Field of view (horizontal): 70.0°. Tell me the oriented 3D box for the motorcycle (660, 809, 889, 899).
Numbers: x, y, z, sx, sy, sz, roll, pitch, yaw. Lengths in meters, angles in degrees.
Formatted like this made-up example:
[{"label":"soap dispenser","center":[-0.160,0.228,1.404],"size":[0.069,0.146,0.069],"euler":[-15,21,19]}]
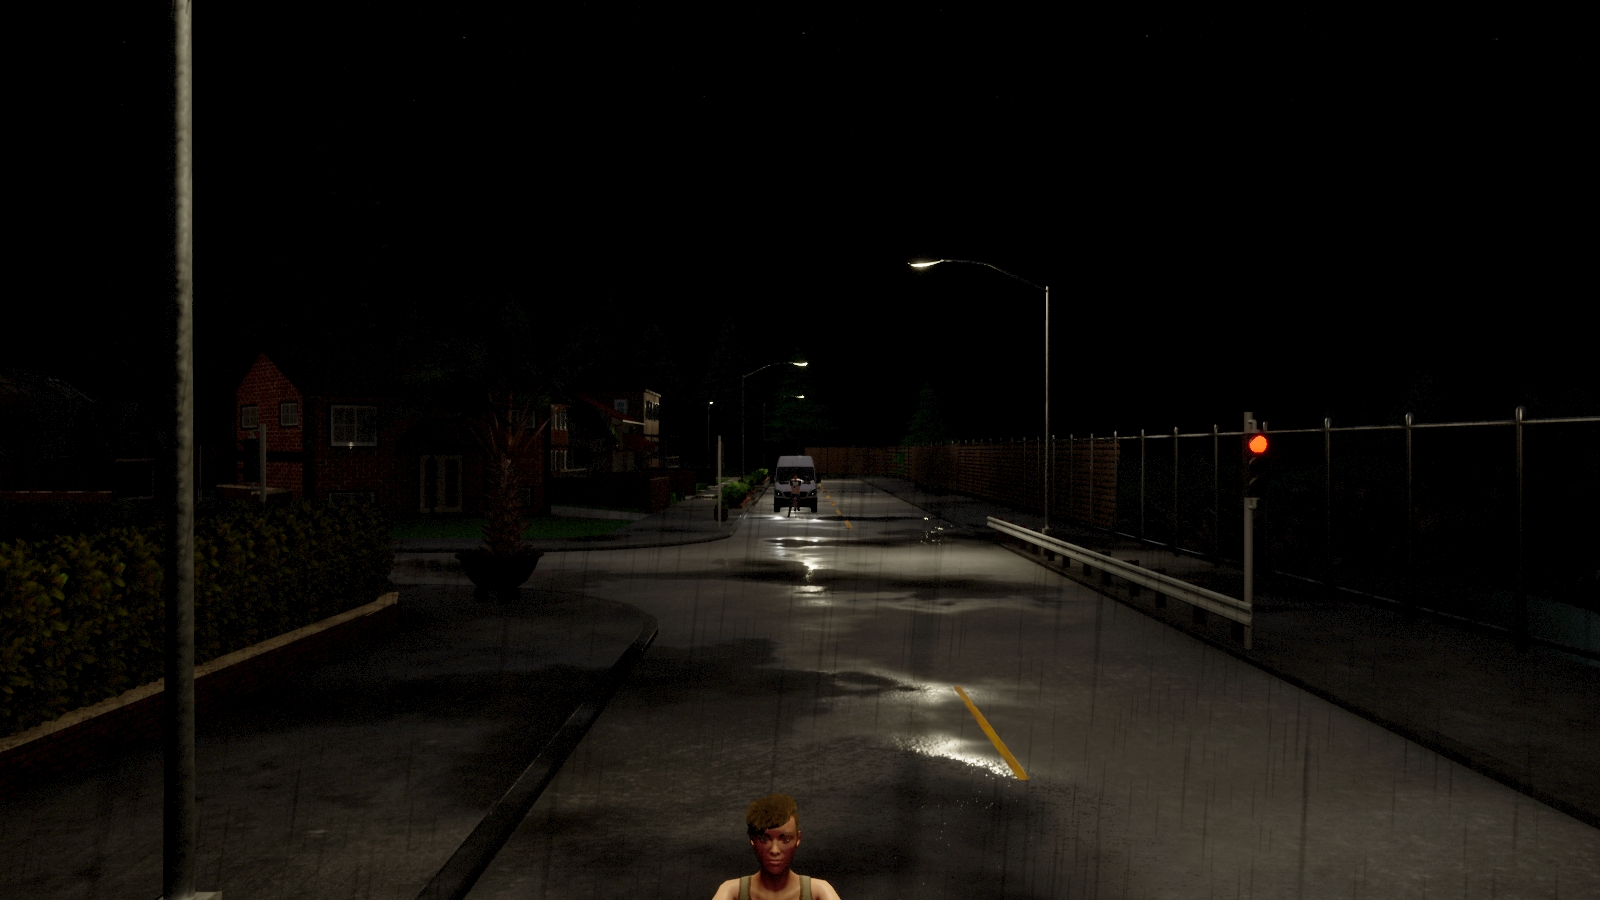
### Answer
[{"label":"motorcycle","center":[-0.084,2.157,3.590],"size":[0.764,1.307,2.356],"euler":[0,0,-1]}]
